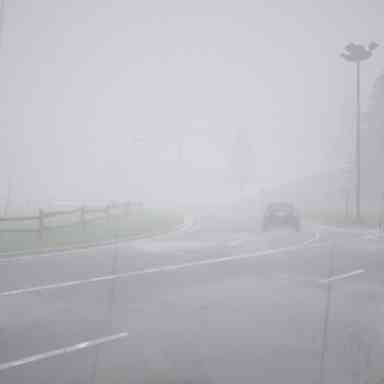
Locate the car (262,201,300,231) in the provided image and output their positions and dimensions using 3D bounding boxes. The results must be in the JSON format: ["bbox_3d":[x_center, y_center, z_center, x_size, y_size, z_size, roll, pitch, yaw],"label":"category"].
[{"bbox_3d":[5.559,1.348,20.806,2.097,1.767,4.553,0,0,15],"label":"car"}]
